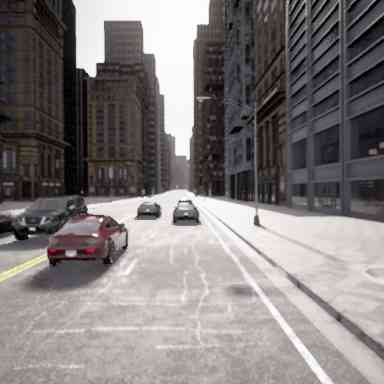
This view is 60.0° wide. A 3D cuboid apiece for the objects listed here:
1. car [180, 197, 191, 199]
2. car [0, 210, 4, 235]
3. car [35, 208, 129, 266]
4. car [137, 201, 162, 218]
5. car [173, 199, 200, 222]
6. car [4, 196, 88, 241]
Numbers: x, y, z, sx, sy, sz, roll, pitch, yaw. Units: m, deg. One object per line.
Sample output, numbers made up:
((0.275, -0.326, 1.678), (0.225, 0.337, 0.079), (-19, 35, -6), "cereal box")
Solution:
((-0.860, 1.403, 42.982), (2.128, 1.511, 4.902), (0, 0, -1), "car")
((-10.199, 1.583, 16.459), (2.033, 1.411, 5.357), (0, 0, -1), "car")
((-3.382, 1.520, 11.458), (1.812, 1.442, 4.674), (0, 0, -1), "car")
((-3.816, 1.521, 30.266), (1.994, 1.385, 4.181), (0, 0, -1), "car")
((-0.452, 1.504, 25.355), (1.994, 1.385, 4.181), (0, 0, -1), "car")
((-6.963, 1.229, 17.113), (2.150, 2.045, 5.566), (0, 0, -1), "car")
